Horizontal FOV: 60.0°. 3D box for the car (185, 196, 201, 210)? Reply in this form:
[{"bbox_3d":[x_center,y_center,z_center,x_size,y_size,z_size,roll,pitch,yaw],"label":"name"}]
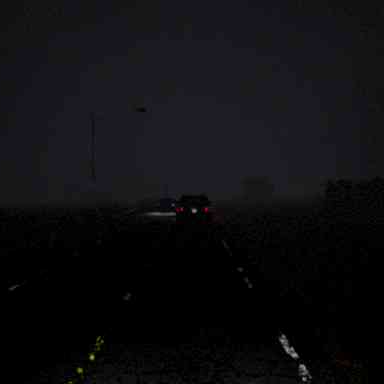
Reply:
[{"bbox_3d":[0.111,1.317,41.313,1.882,1.535,5.008,0,0,0],"label":"car"}]

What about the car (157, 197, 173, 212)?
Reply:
[{"bbox_3d":[-2.741,1.332,36.610,1.882,1.535,5.008,0,0,0],"label":"car"}]

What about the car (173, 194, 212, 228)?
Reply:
[{"bbox_3d":[0.106,1.131,21.360,2.150,2.045,5.566,0,0,0],"label":"car"}]
